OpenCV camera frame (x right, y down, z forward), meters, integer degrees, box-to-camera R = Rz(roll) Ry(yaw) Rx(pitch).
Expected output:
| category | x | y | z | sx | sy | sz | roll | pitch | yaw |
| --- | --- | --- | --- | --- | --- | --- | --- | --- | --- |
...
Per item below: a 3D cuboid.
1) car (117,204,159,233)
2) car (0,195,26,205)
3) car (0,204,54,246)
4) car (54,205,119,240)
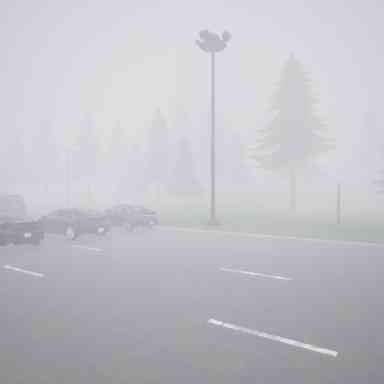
| category | x | y | z | sx | sy | sz | roll | pitch | yaw |
| --- | --- | --- | --- | --- | --- | --- | --- | --- | --- |
| car | -4.181 | 1.492 | 19.749 | 4.902 | 1.511 | 2.128 | 0 | 0 | 36 |
| car | -16.417 | 1.255 | 28.477 | 5.566 | 2.045 | 2.150 | 0 | 0 | 36 |
| car | -8.245 | 1.482 | 14.050 | 5.008 | 1.535 | 1.882 | 0 | 0 | 36 |
| car | -6.213 | 1.514 | 16.899 | 4.892 | 1.490 | 1.837 | 0 | 0 | 36 |
